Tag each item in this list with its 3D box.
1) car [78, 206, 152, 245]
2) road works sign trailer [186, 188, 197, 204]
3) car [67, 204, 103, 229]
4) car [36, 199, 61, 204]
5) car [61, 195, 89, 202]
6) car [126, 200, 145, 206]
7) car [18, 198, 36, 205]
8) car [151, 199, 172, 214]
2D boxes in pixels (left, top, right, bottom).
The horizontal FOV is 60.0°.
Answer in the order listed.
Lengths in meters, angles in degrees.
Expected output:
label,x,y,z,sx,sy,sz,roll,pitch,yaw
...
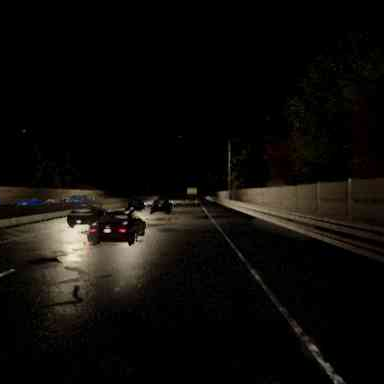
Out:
label,x,y,z,sx,sy,sz,roll,pitch,yaw
car,-3.396,1.615,15.859,2.033,1.411,5.357,0,0,0
road works sign trailer,0.013,0.829,73.461,2.380,3.560,2.880,0,0,0
car,-6.895,1.591,22.686,2.128,1.511,4.902,0,0,0
car,-21.037,1.783,50.453,2.033,1.411,5.357,0,0,1
car,-17.544,1.458,50.914,2.150,2.045,5.566,0,0,1
car,-6.892,1.709,40.580,1.812,1.442,4.674,0,0,0
car,-24.539,1.714,50.595,1.882,1.535,5.008,0,0,1
car,-3.393,1.520,37.554,2.097,1.767,4.553,0,0,0
